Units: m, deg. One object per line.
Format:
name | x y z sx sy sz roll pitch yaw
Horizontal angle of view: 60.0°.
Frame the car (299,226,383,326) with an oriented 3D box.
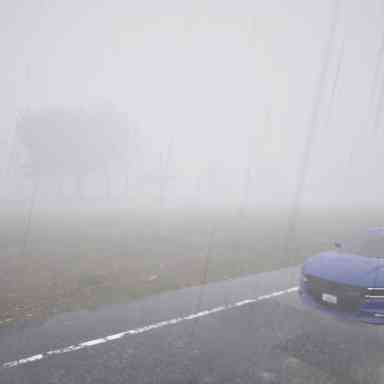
car | 4.299 1.479 6.919 5.008 1.535 1.882 0 0 -35
